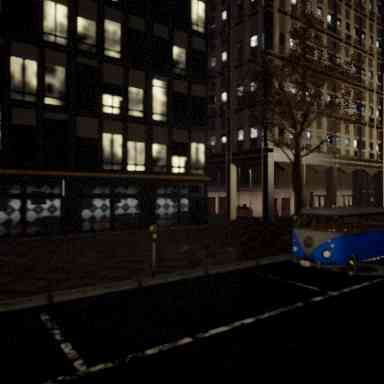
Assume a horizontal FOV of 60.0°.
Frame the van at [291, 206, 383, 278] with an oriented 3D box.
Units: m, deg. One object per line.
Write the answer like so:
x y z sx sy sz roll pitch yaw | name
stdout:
4.664 1.340 9.886 3.998 1.788 1.690 0 0 -36 | van
